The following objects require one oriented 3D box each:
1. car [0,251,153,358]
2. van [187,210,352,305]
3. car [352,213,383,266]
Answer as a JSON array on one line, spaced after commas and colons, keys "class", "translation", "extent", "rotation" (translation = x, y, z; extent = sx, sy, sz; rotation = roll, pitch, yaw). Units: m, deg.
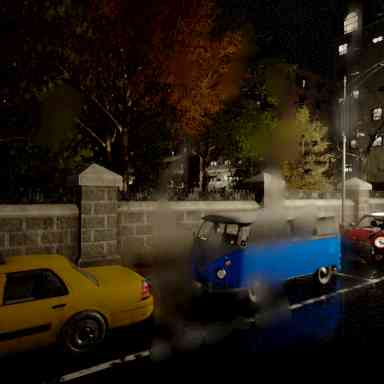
[{"class": "car", "translation": [-2.901, 1.525, 4.481], "extent": [4.829, 1.417, 1.752], "rotation": [0, 1, -36]}, {"class": "van", "translation": [1.806, 1.343, 7.840], "extent": [3.998, 1.788, 1.690], "rotation": [0, 1, -36]}, {"class": "car", "translation": [6.374, 1.442, 11.103], "extent": [4.097, 1.590, 1.967], "rotation": [0, 1, -36]}]
